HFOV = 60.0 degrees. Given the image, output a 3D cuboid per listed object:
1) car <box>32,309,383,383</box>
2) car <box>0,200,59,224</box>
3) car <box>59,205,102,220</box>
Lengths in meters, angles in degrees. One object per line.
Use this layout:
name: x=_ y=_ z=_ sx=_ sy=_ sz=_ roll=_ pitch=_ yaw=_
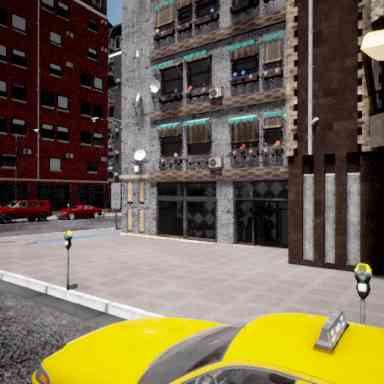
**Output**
car: x=0.718 y=1.525 z=2.362 sx=4.829 sy=1.417 sz=1.752 roll=0 pitch=0 yaw=36
car: x=-14.179 y=1.590 z=27.655 sx=2.192 sy=1.841 sz=5.009 roll=-1 pitch=-2 yaw=35
car: x=-10.884 y=1.923 z=32.295 sx=1.887 sy=1.381 sz=4.507 roll=-1 pitch=-2 yaw=35
